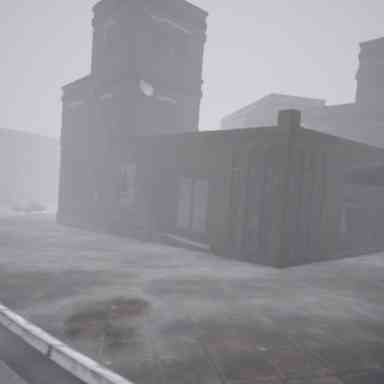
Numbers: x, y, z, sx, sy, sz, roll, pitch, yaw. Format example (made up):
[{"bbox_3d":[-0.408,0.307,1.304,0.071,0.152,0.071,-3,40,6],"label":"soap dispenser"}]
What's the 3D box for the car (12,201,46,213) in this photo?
[{"bbox_3d":[-20.332,1.835,41.722,2.033,1.411,5.357,4,-1,3],"label":"car"}]
